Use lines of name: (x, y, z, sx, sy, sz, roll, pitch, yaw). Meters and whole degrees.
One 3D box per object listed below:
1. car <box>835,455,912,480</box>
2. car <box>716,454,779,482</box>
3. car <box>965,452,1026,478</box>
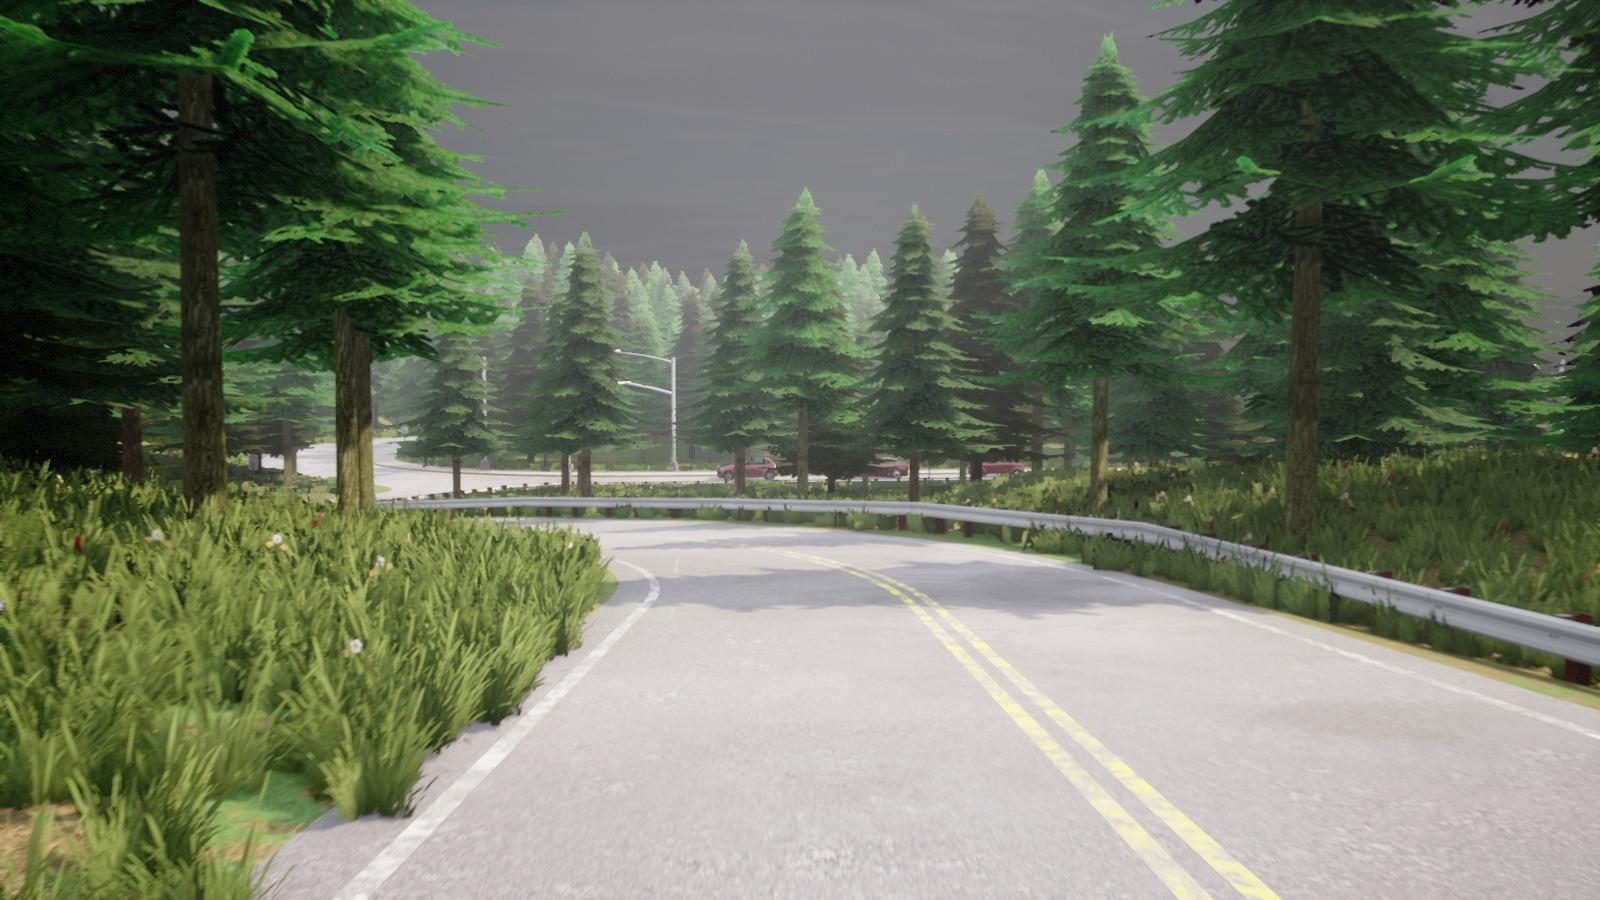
car: (4.903, 1.154, 83.955, 4.792, 1.488, 2.163, -1, 4, -8)
car: (-3.488, 1.163, 82.811, 3.988, 1.617, 1.851, -1, 4, -8)
car: (13.238, 1.018, 85.173, 3.705, 1.549, 1.789, -1, 4, -9)
